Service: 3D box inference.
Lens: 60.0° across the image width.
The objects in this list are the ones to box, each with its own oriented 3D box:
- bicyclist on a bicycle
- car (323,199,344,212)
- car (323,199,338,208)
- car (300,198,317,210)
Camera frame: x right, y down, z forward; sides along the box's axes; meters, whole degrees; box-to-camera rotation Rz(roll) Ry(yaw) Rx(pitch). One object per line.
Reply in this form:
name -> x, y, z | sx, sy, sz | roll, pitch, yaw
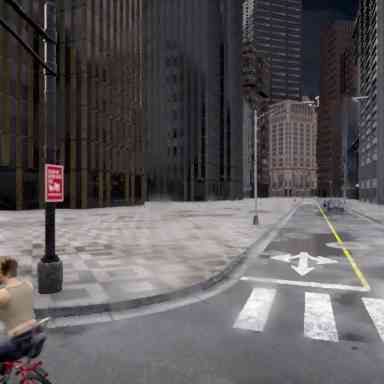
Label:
bicyclist on a bicycle -> -1.907, 1.436, 3.279 | 1.509, 1.612, 0.866 | 0, 0, 20
car -> 17.518, 1.635, 40.782 | 2.033, 1.411, 5.357 | 0, 0, 20
car -> 21.005, 1.710, 50.636 | 1.895, 1.301, 4.718 | 0, 0, 20
car -> 16.210, 1.619, 46.122 | 1.812, 1.442, 4.674 | 0, 0, 20
